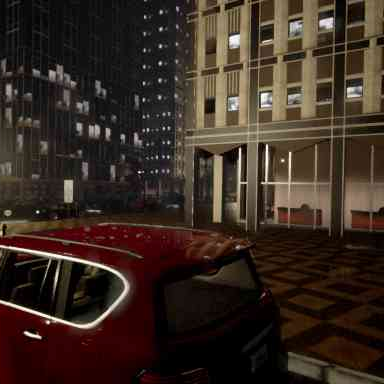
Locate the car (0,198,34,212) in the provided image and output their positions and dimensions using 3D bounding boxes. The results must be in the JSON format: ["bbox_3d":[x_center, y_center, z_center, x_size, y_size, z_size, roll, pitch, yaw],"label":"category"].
[{"bbox_3d":[-15.615,1.356,29.932,1.837,1.490,4.892,1,1,30],"label":"car"}]

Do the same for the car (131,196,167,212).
[{"bbox_3d":[-4.947,1.487,36.733,1.802,1.307,4.206,2,1,30],"label":"car"}]

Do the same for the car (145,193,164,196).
[{"bbox_3d":[-6.578,1.107,50.572,1.967,1.590,4.097,2,1,30],"label":"car"}]

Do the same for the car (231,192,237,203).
[{"bbox_3d":[9.362,1.264,61.294,1.752,1.417,4.829,2,1,30],"label":"car"}]

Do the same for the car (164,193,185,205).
[{"bbox_3d":[-2.155,1.221,52.972,1.812,1.442,4.674,1,1,31],"label":"car"}]

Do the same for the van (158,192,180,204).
[{"bbox_3d":[-3.730,0.975,55.457,1.690,1.788,3.998,2,1,30],"label":"van"}]

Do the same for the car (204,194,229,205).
[{"bbox_3d":[3.589,1.246,51.380,1.967,1.590,4.097,2,1,30],"label":"car"}]

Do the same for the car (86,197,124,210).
[{"bbox_3d":[-9.994,1.349,39.581,1.994,1.385,4.181,1,1,30],"label":"car"}]

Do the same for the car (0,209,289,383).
[{"bbox_3d":[-1.434,1.314,3.875,5.009,1.841,2.192,0,1,36],"label":"car"}]

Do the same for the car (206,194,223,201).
[{"bbox_3d":[4.806,1.079,70.119,1.887,1.381,4.507,2,1,30],"label":"car"}]

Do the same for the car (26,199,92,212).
[{"bbox_3d":[-10.636,1.537,26.967,1.947,1.339,4.313,2,1,30],"label":"car"}]

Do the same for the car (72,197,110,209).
[{"bbox_3d":[-12.273,1.299,40.801,1.947,1.339,4.313,2,1,30],"label":"car"}]

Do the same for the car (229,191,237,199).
[{"bbox_3d":[10.503,0.783,79.888,2.192,1.841,5.009,2,1,30],"label":"car"}]
